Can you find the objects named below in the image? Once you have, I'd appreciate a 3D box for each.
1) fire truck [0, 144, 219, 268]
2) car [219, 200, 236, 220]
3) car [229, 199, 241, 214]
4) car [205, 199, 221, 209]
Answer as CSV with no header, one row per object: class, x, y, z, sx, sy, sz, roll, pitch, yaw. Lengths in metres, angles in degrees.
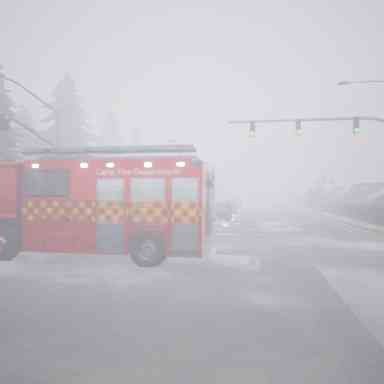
fire truck,-3.509,0.422,11.805,8.468,3.827,2.891,0,-1,9
car,2.693,1.761,30.764,2.033,1.411,5.357,0,0,11
car,4.413,1.836,39.830,1.994,1.385,4.181,0,0,11
car,3.433,1.909,53.500,2.033,1.411,5.357,0,0,11
